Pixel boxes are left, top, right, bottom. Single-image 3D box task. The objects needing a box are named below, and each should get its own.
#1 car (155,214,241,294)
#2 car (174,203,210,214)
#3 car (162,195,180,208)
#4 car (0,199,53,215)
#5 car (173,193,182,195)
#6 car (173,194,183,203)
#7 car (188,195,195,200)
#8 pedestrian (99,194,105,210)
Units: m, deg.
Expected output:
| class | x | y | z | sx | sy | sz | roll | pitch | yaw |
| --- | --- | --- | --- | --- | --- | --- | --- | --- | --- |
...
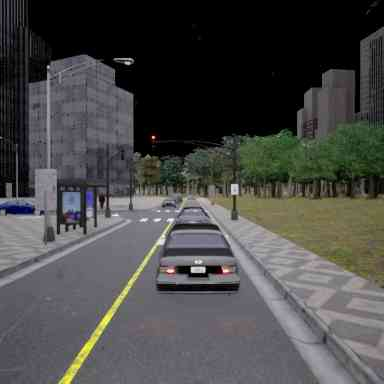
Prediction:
| class | x | y | z | sx | sy | sz | roll | pitch | yaw |
| --- | --- | --- | --- | --- | --- | --- | --- | --- | --- |
| car | 0.094 | 1.544 | 8.916 | 2.033 | 1.411 | 5.357 | 0 | 0 | -1 |
| car | 0.071 | 1.554 | 19.195 | 1.994 | 1.385 | 4.181 | 0 | 0 | 0 |
| car | -3.129 | 1.516 | 46.861 | 1.994 | 1.385 | 4.181 | 0 | 0 | 0 |
| car | -15.658 | 1.426 | 31.157 | 5.008 | 1.535 | 1.882 | 0 | 1 | 0 |
| car | -3.077 | 1.133 | 69.298 | 2.150 | 2.045 | 5.566 | 0 | 0 | 0 |
| car | -3.121 | 1.498 | 56.776 | 1.994 | 1.385 | 4.181 | 0 | 0 | 0 |
| car | -0.153 | 1.468 | 86.392 | 1.895 | 1.301 | 4.718 | 0 | 0 | 0 |
| pedestrian | -10.108 | 1.050 | 37.262 | 0.375 | 1.860 | 0.375 | 0 | 0 | 1 |
